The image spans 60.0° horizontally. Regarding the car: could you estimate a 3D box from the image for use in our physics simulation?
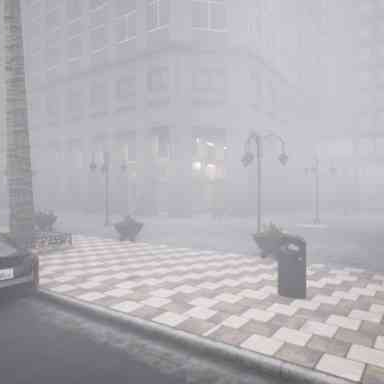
[{"bbox_3d":[-5.266,1.514,7.212,4.786,1.482,2.161,0,0,35],"label":"car"}]
